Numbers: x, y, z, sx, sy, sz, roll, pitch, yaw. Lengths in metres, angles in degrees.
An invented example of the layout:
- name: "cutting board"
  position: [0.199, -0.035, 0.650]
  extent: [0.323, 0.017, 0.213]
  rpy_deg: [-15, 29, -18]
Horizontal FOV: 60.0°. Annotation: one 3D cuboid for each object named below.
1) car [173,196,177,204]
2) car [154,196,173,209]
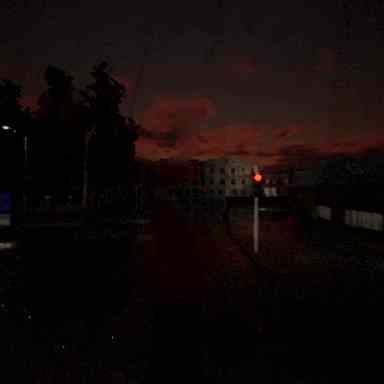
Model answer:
- name: "car"
  position: [-4.030, 1.624, 68.084]
  extent: [1.882, 1.535, 5.008]
  rpy_deg: [0, 0, -1]
- name: "car"
  position: [-4.106, 1.573, 46.513]
  extent: [1.882, 1.535, 5.008]
  rpy_deg: [0, 0, 0]
